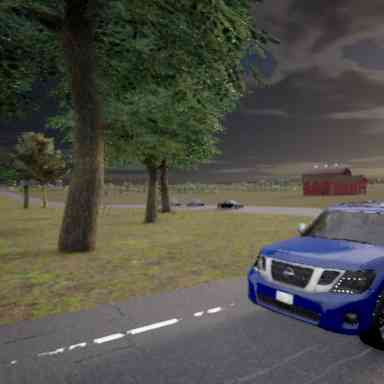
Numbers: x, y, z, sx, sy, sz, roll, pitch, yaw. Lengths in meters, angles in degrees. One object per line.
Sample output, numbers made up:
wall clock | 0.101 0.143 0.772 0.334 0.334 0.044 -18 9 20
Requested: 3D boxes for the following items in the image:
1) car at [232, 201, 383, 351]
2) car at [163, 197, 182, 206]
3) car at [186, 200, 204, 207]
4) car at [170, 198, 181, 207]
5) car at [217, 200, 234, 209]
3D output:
car | 3.635 1.230 6.582 5.566 2.045 2.150 0 0 -35
car | -4.327 2.111 73.320 2.097 1.767 4.553 -3 0 -38
car | 0.576 2.228 67.016 1.994 1.385 4.181 -3 0 -37
car | -4.047 2.327 67.239 1.994 1.385 4.181 -3 0 -38
car | 6.198 2.036 53.810 1.882 1.535 5.008 -3 1 -37
